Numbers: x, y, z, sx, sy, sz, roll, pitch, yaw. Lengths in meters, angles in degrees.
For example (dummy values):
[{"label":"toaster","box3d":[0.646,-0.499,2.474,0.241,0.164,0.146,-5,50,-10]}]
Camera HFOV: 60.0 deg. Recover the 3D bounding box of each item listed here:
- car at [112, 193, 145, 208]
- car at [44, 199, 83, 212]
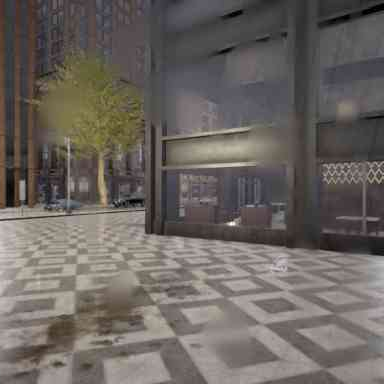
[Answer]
[{"label":"car","box3d":[-8.431,1.105,46.285,2.150,2.045,5.566,0,0,35]},{"label":"car","box3d":[-14.511,1.471,37.791,1.994,1.385,4.181,0,0,35]}]
